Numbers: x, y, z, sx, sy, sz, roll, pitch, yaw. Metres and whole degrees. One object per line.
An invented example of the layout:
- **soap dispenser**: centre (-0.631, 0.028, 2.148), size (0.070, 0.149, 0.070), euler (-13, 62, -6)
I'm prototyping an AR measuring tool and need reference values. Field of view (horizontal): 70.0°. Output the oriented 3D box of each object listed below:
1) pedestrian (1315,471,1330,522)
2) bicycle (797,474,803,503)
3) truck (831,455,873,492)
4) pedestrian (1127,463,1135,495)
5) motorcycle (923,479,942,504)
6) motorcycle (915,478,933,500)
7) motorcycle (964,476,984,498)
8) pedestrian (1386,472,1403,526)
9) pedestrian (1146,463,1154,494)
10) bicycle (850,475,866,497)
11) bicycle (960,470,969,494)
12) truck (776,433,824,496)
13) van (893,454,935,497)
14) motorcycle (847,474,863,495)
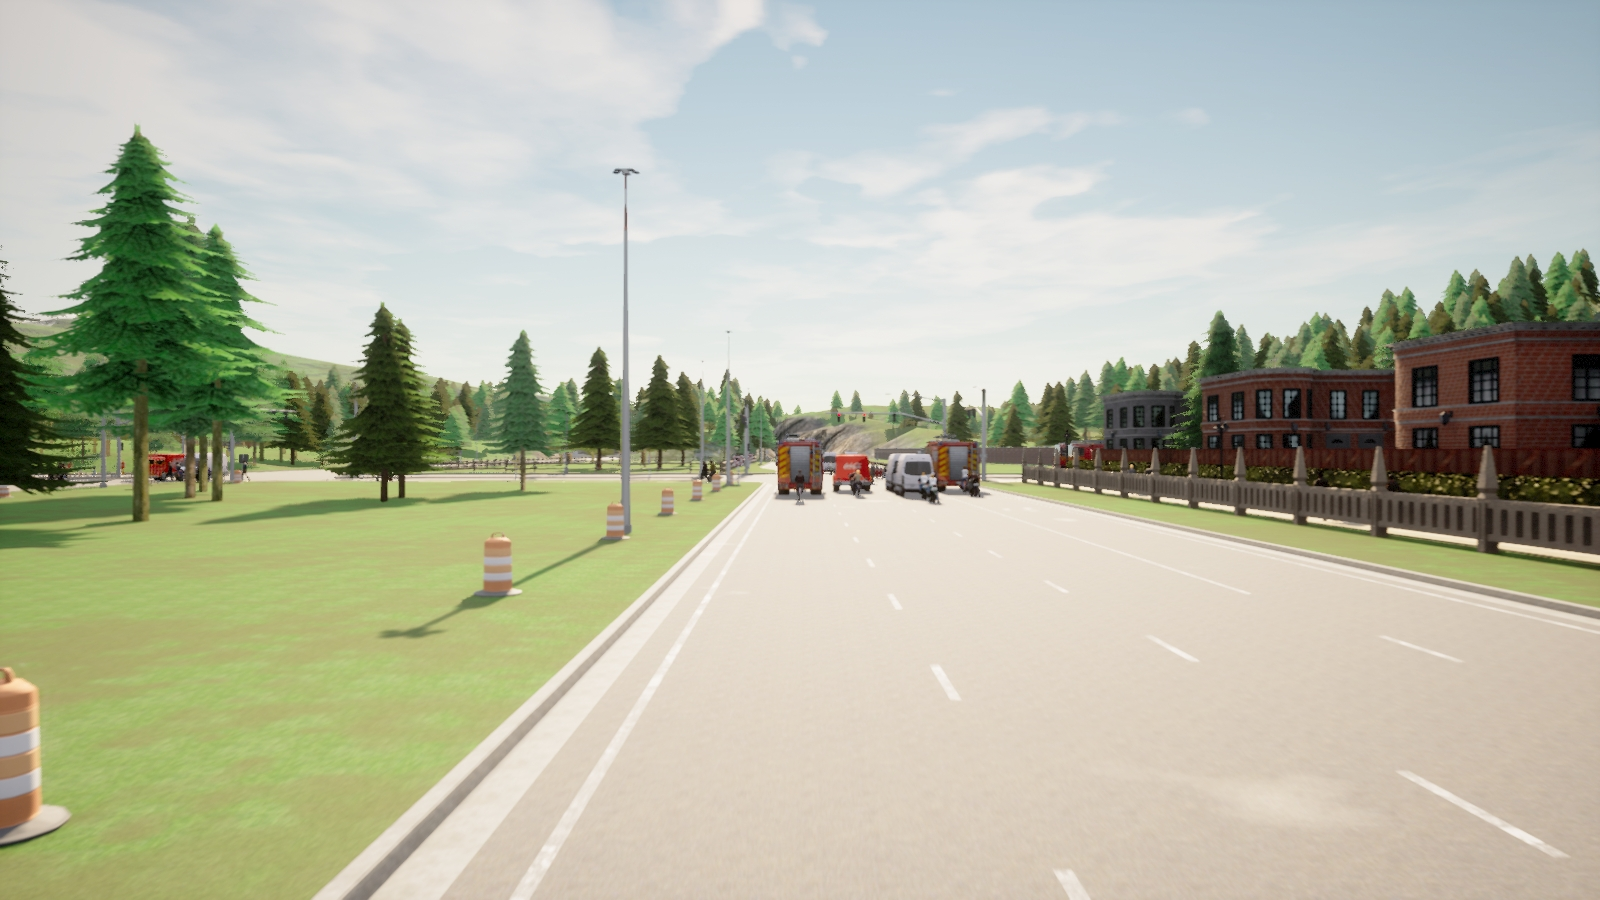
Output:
- **pedestrian**: centre (19.202, 1.697, 42.010), size (0.375, 1.860, 0.375), euler (0, 0, 0)
- **bicycle**: centre (-0.007, 2.060, 61.494), size (0.329, 1.471, 1.835), euler (0, 0, 0)
- **truck**: centre (3.507, 1.568, 78.386), size (2.627, 2.467, 5.204), euler (0, 0, 0)
- **pedestrian**: centre (19.289, 1.696, 66.658), size (0.375, 1.860, 0.375), euler (0, 0, 1)
- **motorcycle**: centre (6.999, 2.186, 60.492), size (0.803, 1.199, 2.033), euler (0, 0, 0)
- **motorcycle**: centre (6.999, 2.186, 64.680), size (0.803, 1.199, 2.033), euler (0, 0, 0)
- **motorcycle**: centre (10.499, 2.205, 69.075), size (0.867, 1.251, 2.209), euler (0, 0, 0)
- **pedestrian**: centre (20.618, 1.698, 39.612), size (0.375, 1.860, 0.375), euler (0, 0, -1)
- **pedestrian**: centre (20.734, 1.697, 67.754), size (0.375, 1.860, 0.375), euler (0, 0, 0)
- **bicycle**: centre (3.482, 2.158, 68.406), size (0.859, 1.277, 1.487), euler (0, 0, 0)
- **bicycle**: centre (10.499, 2.056, 73.036), size (0.373, 1.496, 1.643), euler (0, 0, 0)
- **truck**: centre (-0.005, 0.891, 74.238), size (2.891, 3.827, 8.468), euler (0, 0, 0)
- **van**: centre (6.994, 1.534, 70.677), size (1.988, 2.561, 5.915), euler (0, 0, 0)
- **motorcycle**: centre (3.490, 2.205, 72.593), size (0.867, 1.251, 2.209), euler (0, 0, 0)
